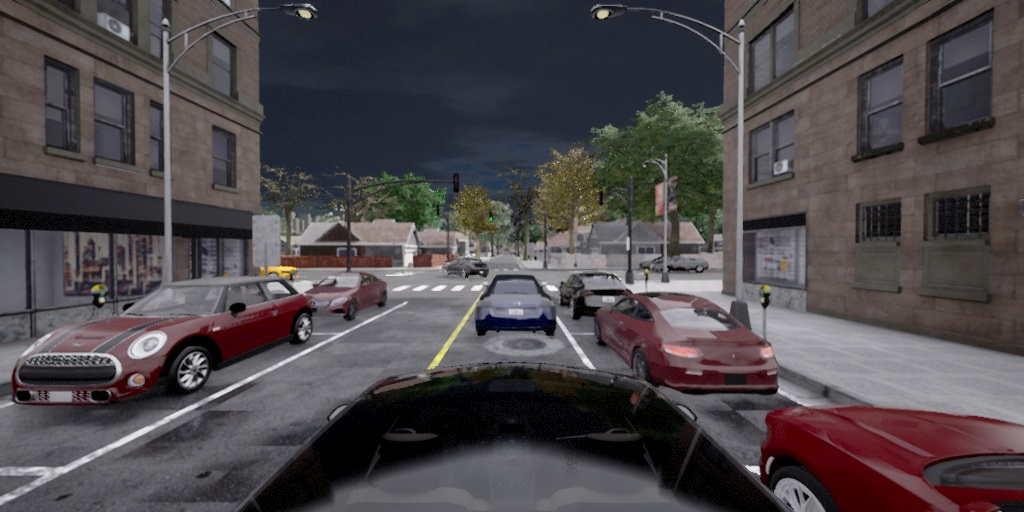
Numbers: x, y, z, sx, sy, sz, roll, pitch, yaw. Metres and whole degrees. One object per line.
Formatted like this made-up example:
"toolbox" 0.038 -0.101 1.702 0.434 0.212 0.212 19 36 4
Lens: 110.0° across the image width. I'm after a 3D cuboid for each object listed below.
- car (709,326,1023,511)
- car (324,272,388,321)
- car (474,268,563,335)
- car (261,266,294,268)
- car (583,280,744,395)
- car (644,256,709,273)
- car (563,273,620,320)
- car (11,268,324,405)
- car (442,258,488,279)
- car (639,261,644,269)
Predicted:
"car" 2.637 1.308 0.780 1.888 1.381 4.507 0 0 0
"car" -5.408 1.197 11.800 1.802 1.307 4.207 0 0 0
"car" 0.086 1.204 10.097 1.994 1.385 4.181 0 1 0
"car" -17.508 1.016 24.807 5.008 1.535 1.882 0 1 0
"car" 2.627 1.273 6.298 1.802 1.307 4.207 0 0 0
"car" 14.687 0.761 31.545 4.902 1.511 2.128 0 1 0
"car" 2.617 1.184 11.816 1.948 1.339 4.313 0 0 0
"car" -5.398 1.127 6.281 1.967 1.591 4.097 0 0 0
"car" -3.702 0.922 27.884 1.837 1.490 4.892 2 -1 -38
"car" 14.860 0.730 34.803 4.892 1.490 1.837 0 1 0
